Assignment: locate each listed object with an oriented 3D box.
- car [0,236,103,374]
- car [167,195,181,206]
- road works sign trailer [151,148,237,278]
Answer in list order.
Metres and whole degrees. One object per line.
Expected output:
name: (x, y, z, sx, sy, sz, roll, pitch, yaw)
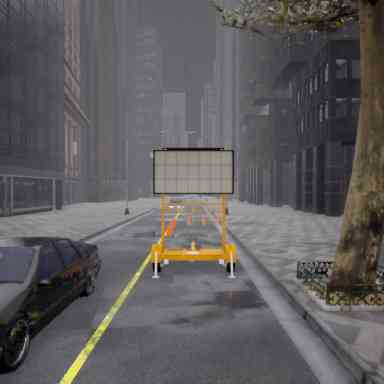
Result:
car: (-3.084, 1.547, 5.872, 2.033, 1.411, 5.357, 0, 0, 0)
car: (-2.823, 1.645, 56.388, 1.994, 1.385, 4.181, 0, 0, 0)
road works sign trailer: (0.046, 0.465, 10.099, 2.380, 3.560, 2.880, 0, 0, 0)
